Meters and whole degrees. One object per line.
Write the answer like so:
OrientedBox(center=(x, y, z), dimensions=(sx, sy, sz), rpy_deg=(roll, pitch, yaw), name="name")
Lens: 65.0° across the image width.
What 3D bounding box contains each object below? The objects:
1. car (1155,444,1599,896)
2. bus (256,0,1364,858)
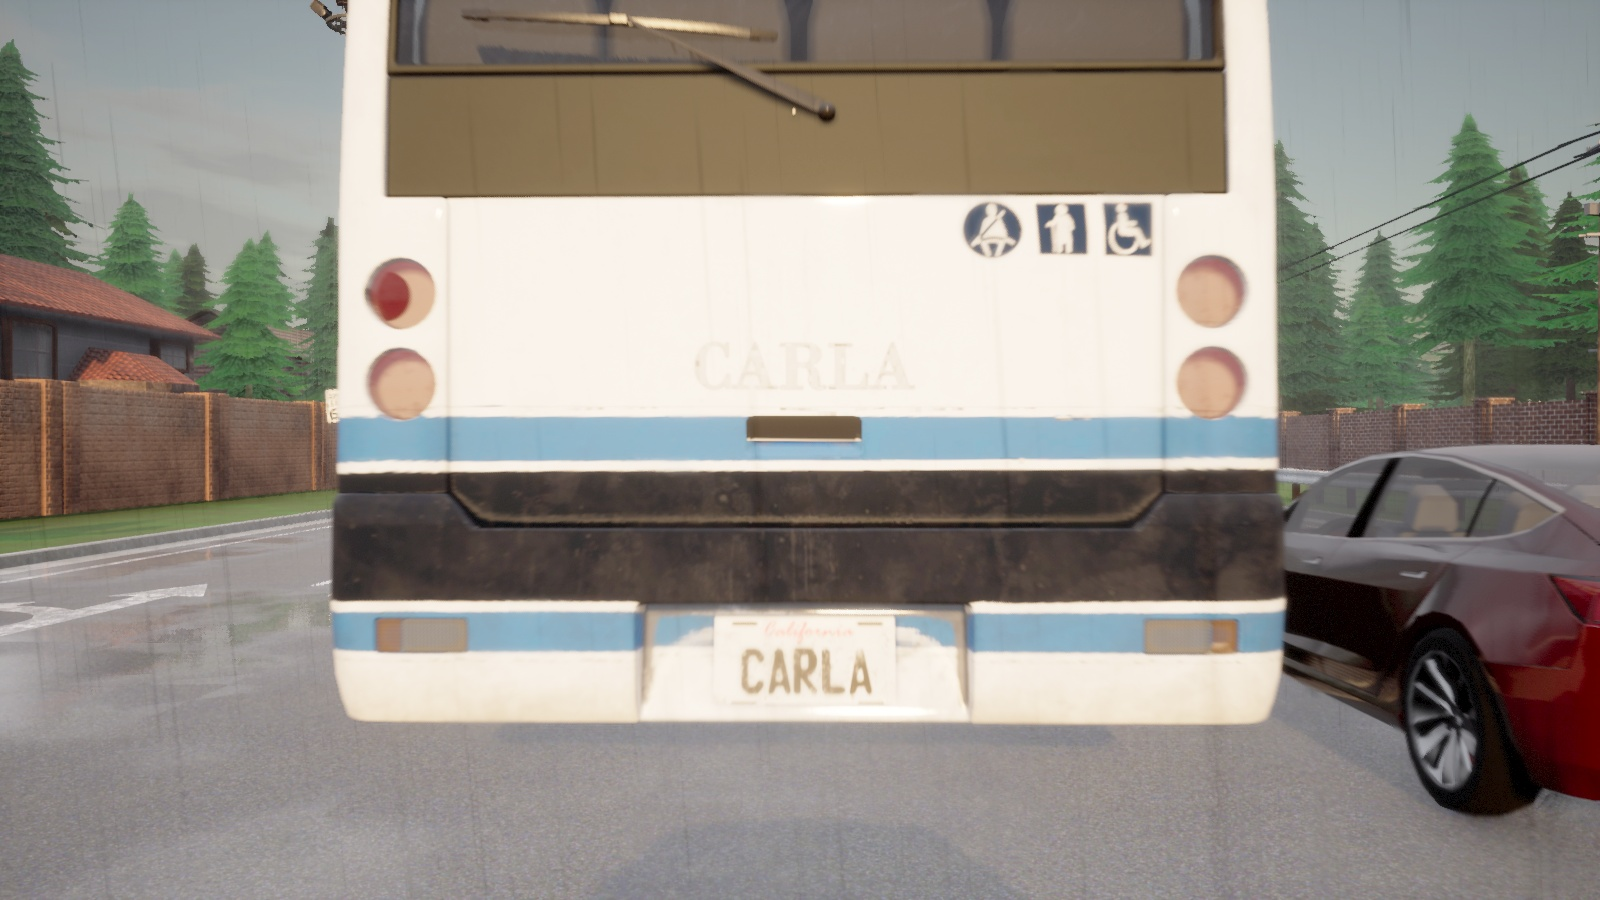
OrientedBox(center=(3.567, 0.712, 6.517), dimensions=(2.163, 1.488, 4.792), rpy_deg=(0, 0, 1), name="car")
OrientedBox(center=(0.113, -0.684, 9.607), dimensions=(3.944, 4.253, 10.273), rpy_deg=(0, 0, 1), name="bus")
